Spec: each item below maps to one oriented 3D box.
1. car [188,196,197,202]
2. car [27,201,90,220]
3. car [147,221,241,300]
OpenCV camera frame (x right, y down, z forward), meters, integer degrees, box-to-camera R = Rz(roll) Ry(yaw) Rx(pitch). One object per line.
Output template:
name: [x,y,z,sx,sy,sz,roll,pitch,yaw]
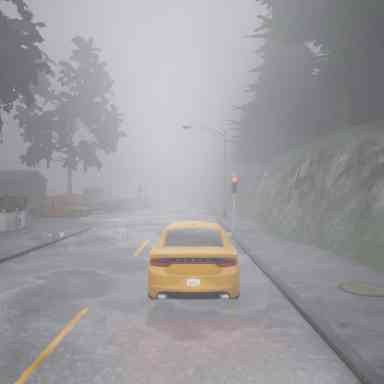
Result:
car: [0.017,1.507,71.017,1.895,1.301,4.718,0,0,0]
car: [-11.052,1.477,27.706,5.008,1.535,1.882,0,0,-6]
car: [0.050,1.478,8.484,1.882,1.535,5.008,0,0,1]
